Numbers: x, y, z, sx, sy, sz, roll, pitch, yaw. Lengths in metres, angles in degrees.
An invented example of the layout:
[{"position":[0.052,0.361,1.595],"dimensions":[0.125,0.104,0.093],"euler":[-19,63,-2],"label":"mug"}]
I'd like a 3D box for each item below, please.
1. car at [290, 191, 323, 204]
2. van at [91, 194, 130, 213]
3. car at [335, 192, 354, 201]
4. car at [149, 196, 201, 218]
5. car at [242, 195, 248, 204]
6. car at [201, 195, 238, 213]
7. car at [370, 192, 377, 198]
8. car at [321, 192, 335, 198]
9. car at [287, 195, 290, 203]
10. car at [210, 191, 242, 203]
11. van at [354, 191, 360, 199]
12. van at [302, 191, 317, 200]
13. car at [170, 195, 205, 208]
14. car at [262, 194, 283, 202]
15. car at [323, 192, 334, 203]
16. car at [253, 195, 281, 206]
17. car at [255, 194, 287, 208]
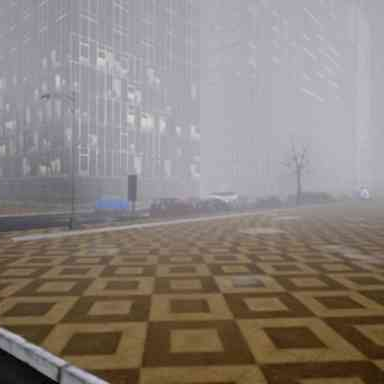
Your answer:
[{"position":[16.940,0.860,49.130],"dimensions":[2.192,1.841,5.009],"euler":[1,1,41],"label":"car"},{"position":[-8.077,1.057,33.183],"dimensions":[1.690,1.788,3.998],"euler":[1,1,41],"label":"van"},{"position":[28.209,0.936,62.174],"dimensions":[1.752,1.417,4.829],"euler":[1,1,41],"label":"car"},{"position":[-1.565,1.208,27.532],"dimensions":[1.967,1.590,4.097],"euler":[1,1,41],"label":"car"},{"position":[6.890,1.105,50.323],"dimensions":[1.947,1.339,4.313],"euler":[1,1,41],"label":"car"},{"position":[2.111,1.289,31.874],"dimensions":[1.947,1.339,4.313],"euler":[1,1,41],"label":"car"},{"position":[43.006,0.689,79.827],"dimensions":[1.801,1.575,5.366],"euler":[0,1,41],"label":"car"},{"position":[32.929,0.796,80.454],"dimensions":[1.947,1.339,4.313],"euler":[1,1,41],"label":"car"},{"position":[16.760,1.011,53.050],"dimensions":[1.837,1.490,4.892],"euler":[0,1,41],"label":"car"},{"position":[3.717,0.836,42.672],"dimensions":[2.150,2.045,5.566],"euler":[0,1,41],"label":"car"},{"position":[35.538,0.665,70.651],"dimensions":[1.690,1.788,3.998],"euler":[1,1,41],"label":"van"},{"position":[25.491,0.659,71.841],"dimensions":[1.690,1.788,3.998],"euler":[1,1,41],"label":"van"},{"position":[-0.555,1.172,41.721],"dimensions":[1.887,1.381,4.507],"euler":[1,1,41],"label":"car"},{"position":[14.330,1.016,58.932],"dimensions":[1.947,1.339,4.313],"euler":[1,1,41],"label":"car"},{"position":[20.660,0.816,53.434],"dimensions":[2.192,1.841,5.009],"euler":[1,1,41],"label":"car"},{"position":[10.344,1.148,45.552],"dimensions":[1.994,1.385,4.181],"euler":[0,1,41],"label":"car"},{"position":[9.499,1.216,40.525],"dimensions":[1.802,1.307,4.206],"euler":[1,1,41],"label":"car"}]
